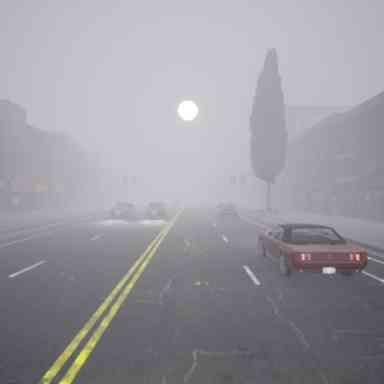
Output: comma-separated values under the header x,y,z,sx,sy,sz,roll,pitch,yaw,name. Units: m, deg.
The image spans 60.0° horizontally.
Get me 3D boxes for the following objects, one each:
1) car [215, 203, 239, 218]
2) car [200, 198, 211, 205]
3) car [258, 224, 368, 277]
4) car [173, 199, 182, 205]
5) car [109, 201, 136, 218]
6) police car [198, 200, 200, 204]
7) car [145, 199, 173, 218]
x,y,z,sx,sy,sz,roll,pitch,yaw,name
3.360,1.730,32.321,2.033,1.411,5.357,0,-1,0,car
3.279,2.271,74.415,1.812,1.442,4.674,0,-1,0,car
3.359,1.633,10.342,1.895,1.301,4.718,0,0,0,car
-3.220,2.252,73.115,1.994,1.385,4.181,0,-1,0,car
-6.583,1.671,31.898,2.128,1.511,4.902,0,-1,0,car
3.284,2.429,85.525,1.930,1.638,5.238,0,-1,0,police car
-3.332,1.671,31.913,2.128,1.511,4.902,0,-1,0,car
